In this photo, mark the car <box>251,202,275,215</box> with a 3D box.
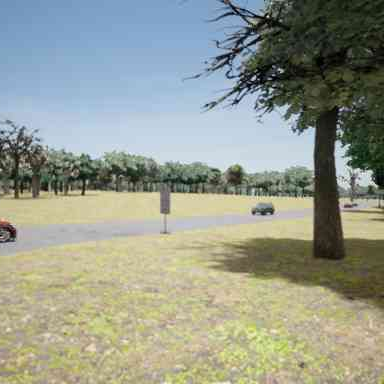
[{"bbox_3d":[11.797,2.732,54.915,2.150,2.045,5.566,1,-1,35],"label":"car"}]

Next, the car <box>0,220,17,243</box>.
[{"bbox_3d":[-11.035,1.629,16.131,2.097,1.767,4.553,1,-1,35],"label":"car"}]
